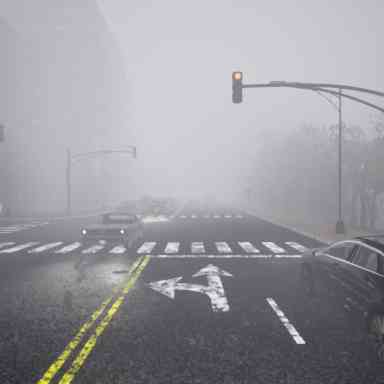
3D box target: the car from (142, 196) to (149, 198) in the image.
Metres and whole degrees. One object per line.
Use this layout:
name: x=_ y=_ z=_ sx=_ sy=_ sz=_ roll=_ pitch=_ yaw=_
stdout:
car: x=-6.594 y=1.364 z=47.753 sx=2.097 sy=1.767 sz=4.553 roll=0 pitch=0 yaw=0

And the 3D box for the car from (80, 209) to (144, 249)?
car: x=-3.363 y=1.614 z=14.747 sx=1.895 sy=1.301 sz=4.718 roll=0 pitch=-1 yaw=0

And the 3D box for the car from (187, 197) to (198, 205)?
car: x=0.106 y=1.619 z=60.426 sx=1.895 sy=1.301 sz=4.718 roll=0 pitch=0 yaw=0

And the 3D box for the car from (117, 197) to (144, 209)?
car: x=-6.651 y=1.568 z=35.682 sx=1.994 sy=1.385 sz=4.181 roll=0 pitch=0 yaw=2

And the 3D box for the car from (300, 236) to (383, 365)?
car: x=3.350 y=1.491 z=5.650 sx=2.128 sy=1.511 sz=4.902 roll=0 pitch=0 yaw=0

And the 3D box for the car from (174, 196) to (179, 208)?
car: x=-3.342 y=1.536 z=48.689 sx=1.812 sy=1.442 sz=4.674 roll=0 pitch=0 yaw=0

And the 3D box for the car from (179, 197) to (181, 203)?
car: x=-3.249 y=1.589 z=68.735 sx=1.994 sy=1.385 sz=4.181 roll=0 pitch=0 yaw=0

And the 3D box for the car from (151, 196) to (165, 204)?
car: x=-6.538 y=1.568 z=63.958 sx=2.033 sy=1.411 sz=5.357 roll=0 pitch=0 yaw=1

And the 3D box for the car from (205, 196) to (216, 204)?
car: x=3.355 y=1.497 z=62.533 sx=1.882 sy=1.535 sz=5.008 roll=0 pitch=0 yaw=0

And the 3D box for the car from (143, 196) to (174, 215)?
car: x=-3.349 y=1.495 z=33.907 sx=2.128 sy=1.511 sz=4.902 roll=0 pitch=0 yaw=0
